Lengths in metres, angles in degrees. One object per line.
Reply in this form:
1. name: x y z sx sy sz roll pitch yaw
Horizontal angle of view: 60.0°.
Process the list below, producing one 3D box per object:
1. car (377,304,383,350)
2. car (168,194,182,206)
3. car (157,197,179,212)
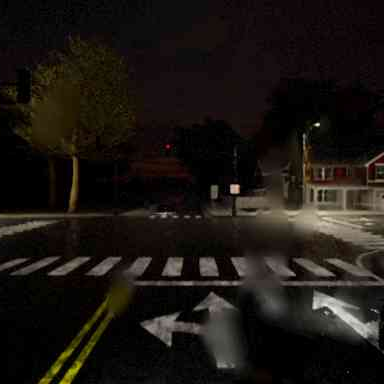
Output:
1. car: 3.351 1.511 2.441 1.837 1.490 4.892 0 0 0
2. car: -2.827 1.311 57.608 2.150 2.045 5.566 0 0 1
3. car: -2.955 1.632 38.870 1.994 1.385 4.181 0 0 0
